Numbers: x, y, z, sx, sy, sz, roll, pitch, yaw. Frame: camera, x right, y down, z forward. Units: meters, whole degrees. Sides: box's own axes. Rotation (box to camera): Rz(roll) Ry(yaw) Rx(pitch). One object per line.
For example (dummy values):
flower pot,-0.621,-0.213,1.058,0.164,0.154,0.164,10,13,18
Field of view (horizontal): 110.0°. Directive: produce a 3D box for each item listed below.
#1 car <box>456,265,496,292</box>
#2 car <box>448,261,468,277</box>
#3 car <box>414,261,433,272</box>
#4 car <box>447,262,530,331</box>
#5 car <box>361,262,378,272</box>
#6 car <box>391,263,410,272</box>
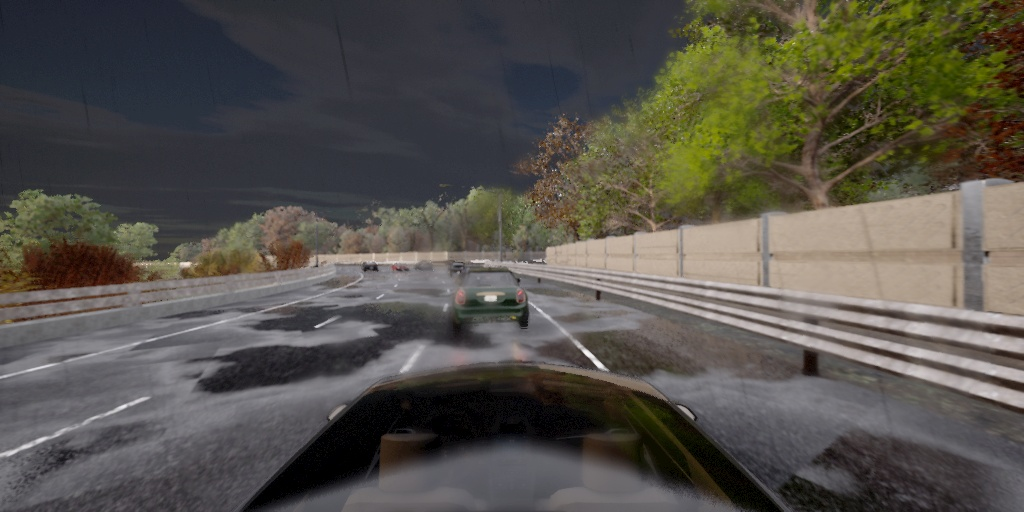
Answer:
car,-2.490,1.366,23.395,2.033,1.411,5.357,-1,0,-11
car,-5.958,1.387,39.213,1.837,1.490,4.892,-1,0,-12
car,-13.066,1.477,52.836,2.128,1.511,4.902,-1,0,-27
car,-0.759,1.132,11.451,2.097,1.767,4.553,-1,0,-6
car,-21.143,1.557,53.045,1.882,1.535,5.008,0,0,-30
car,-15.867,1.616,50.729,1.895,1.301,4.718,-1,0,-27
